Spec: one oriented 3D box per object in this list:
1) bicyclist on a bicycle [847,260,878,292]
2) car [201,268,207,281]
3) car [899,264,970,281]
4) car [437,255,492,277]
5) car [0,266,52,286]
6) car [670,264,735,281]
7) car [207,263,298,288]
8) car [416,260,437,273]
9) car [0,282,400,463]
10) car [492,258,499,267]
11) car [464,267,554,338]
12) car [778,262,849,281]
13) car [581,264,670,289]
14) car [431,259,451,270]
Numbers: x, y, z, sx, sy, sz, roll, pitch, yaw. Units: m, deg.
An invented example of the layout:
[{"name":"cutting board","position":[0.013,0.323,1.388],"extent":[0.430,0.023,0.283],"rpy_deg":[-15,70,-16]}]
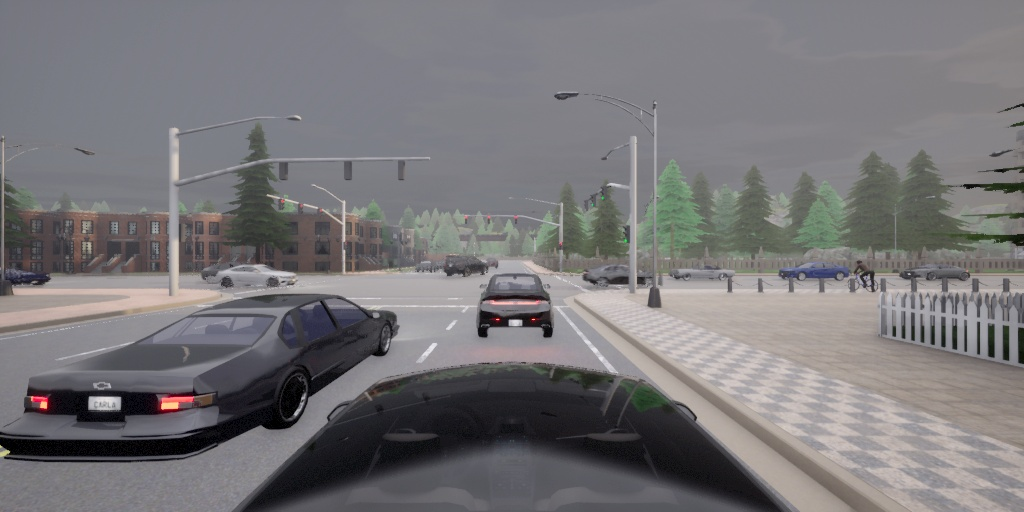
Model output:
[{"name":"bicyclist on a bicycle","position":[18.260,1.052,18.693],"extent":[0.582,1.620,1.656],"rpy_deg":[0,0,0]},{"name":"car","position":[-19.999,1.254,26.442],"extent":[4.892,1.490,1.837],"rpy_deg":[0,0,-2]},{"name":"car","position":[34.847,1.314,29.636],"extent":[4.181,1.385,1.994],"rpy_deg":[0,0,1]},{"name":"car","position":[-4.406,0.971,34.615],"extent":[2.150,2.045,5.566],"rpy_deg":[1,0,25]},{"name":"car","position":[-32.617,1.351,22.696],"extent":[4.718,1.301,1.895],"rpy_deg":[0,0,-3]},{"name":"car","position":[15.581,1.351,29.681],"extent":[4.718,1.301,1.895],"rpy_deg":[0,0,0]},{"name":"car","position":[-16.288,1.275,22.945],"extent":[4.674,1.442,1.812],"rpy_deg":[0,0,0]},{"name":"car","position":[-10.557,1.276,44.543],"extent":[1.812,1.442,4.674],"rpy_deg":[0,0,0]},{"name":"car","position":[-3.434,1.297,5.552],"extent":[2.033,1.411,5.357],"rpy_deg":[0,0,1]},{"name":"car","position":[-3.363,1.102,60.299],"extent":[2.097,1.767,4.553],"rpy_deg":[0,0,0]},{"name":"car","position":[0.087,1.242,10.217],"extent":[2.128,1.511,4.902],"rpy_deg":[0,0,0]},{"name":"car","position":[24.872,1.228,29.664],"extent":[5.008,1.535,1.882],"rpy_deg":[0,0,0]},{"name":"car","position":[6.873,1.241,22.521],"extent":[4.902,1.511,2.128],"rpy_deg":[0,0,0]},{"name":"car","position":[-10.554,1.241,53.651],"extent":[2.128,1.511,4.902],"rpy_deg":[0,0,0]}]
